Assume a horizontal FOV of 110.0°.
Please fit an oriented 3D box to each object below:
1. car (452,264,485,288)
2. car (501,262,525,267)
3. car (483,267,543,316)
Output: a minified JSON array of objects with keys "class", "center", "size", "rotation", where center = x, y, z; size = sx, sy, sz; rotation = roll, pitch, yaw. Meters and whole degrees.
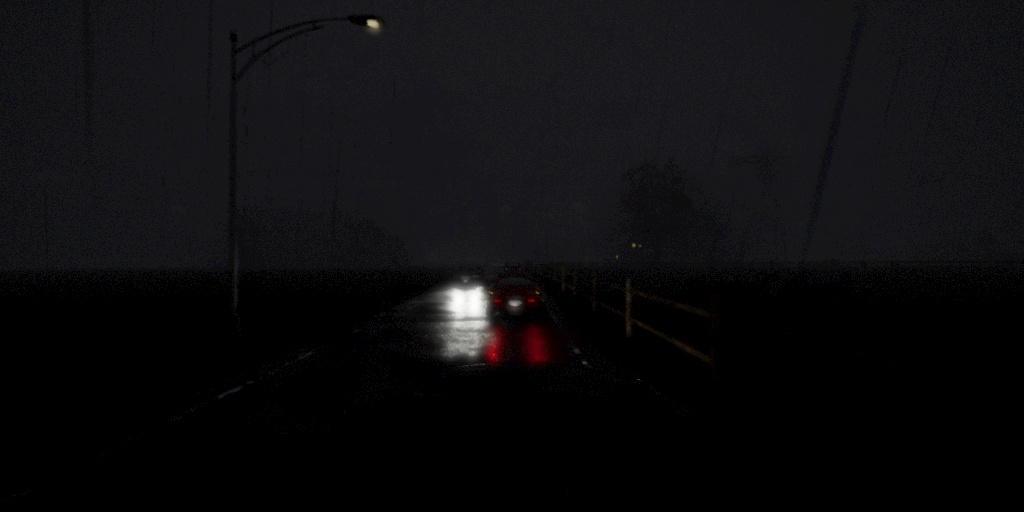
[{"class":"car","center":[-2.833,1.273,24.406],"size":[2.128,1.511,4.902],"rotation":[0,0,0]},{"class":"car","center":[0.078,1.286,31.644],"size":[2.128,1.511,4.902],"rotation":[0,0,0]},{"class":"car","center":[0.090,1.285,13.261],"size":[1.812,1.442,4.674],"rotation":[0,0,0]}]
